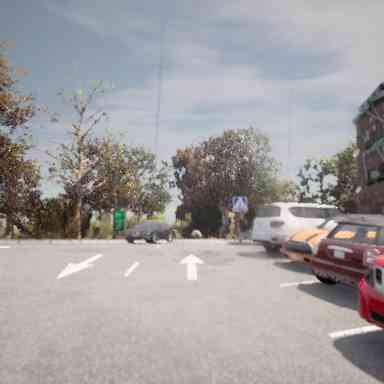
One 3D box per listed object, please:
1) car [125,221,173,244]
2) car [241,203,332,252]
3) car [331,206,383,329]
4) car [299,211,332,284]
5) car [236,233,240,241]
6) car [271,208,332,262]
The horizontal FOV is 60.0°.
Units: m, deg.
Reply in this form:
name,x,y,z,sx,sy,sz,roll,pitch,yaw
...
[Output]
name,x,y,z,sx,sy,sz,roll,pitch,yaw
car,-2.736,2.701,22.237,1.837,1.490,4.892,-2,-8,16
car,5.254,1.567,14.195,5.566,2.045,2.435,3,-6,-20
car,5.318,1.300,5.169,5.566,2.045,2.435,1,-1,-20
car,5.297,1.463,8.218,4.553,1.767,2.185,1,-1,-20
car,7.276,5.121,39.408,4.892,1.490,1.837,8,-10,-41
car,5.329,1.538,11.242,4.553,1.767,2.185,2,-3,-21
